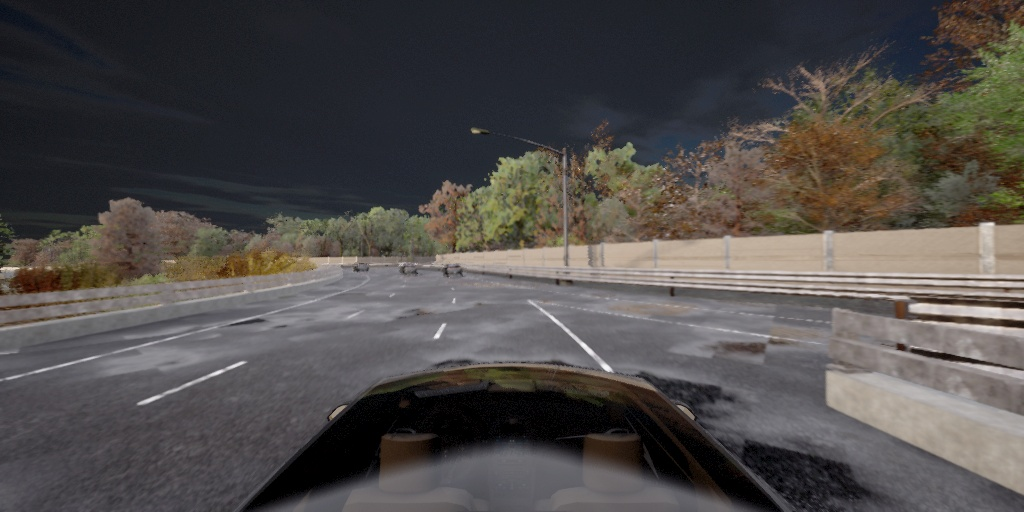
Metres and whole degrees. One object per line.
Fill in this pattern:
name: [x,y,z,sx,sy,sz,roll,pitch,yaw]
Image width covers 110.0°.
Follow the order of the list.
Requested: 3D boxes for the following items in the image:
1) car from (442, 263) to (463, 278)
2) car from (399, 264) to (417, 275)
car: [-6.798,1.597,40.666,2.128,1.511,4.902,-5,0,-17]
car: [-14.391,1.844,49.652,2.128,1.511,4.902,0,-1,-26]
